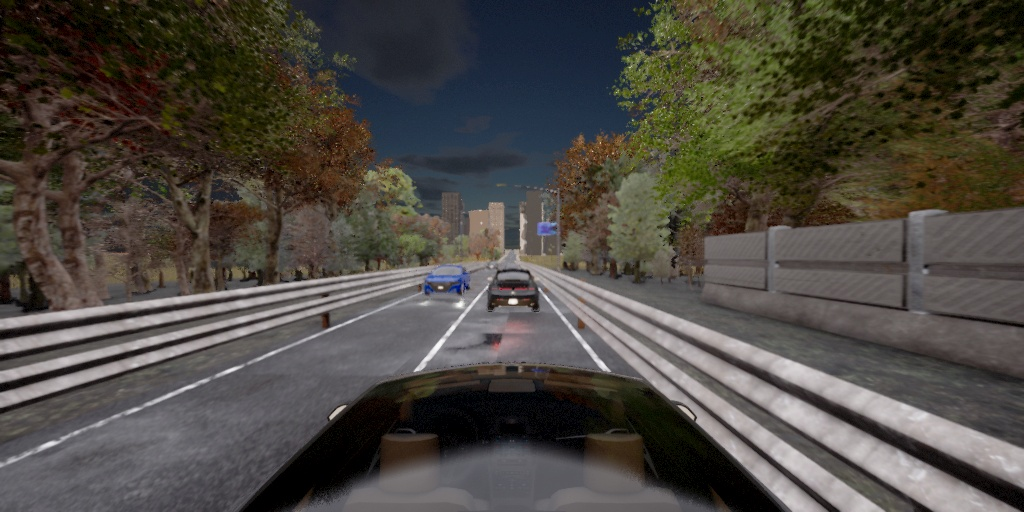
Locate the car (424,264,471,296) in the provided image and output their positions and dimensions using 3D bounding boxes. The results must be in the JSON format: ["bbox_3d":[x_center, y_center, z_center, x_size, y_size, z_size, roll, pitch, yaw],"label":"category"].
[{"bbox_3d":[-3.340,1.214,19.273,1.882,1.535,5.008,0,0,0],"label":"car"}]

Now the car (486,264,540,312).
[{"bbox_3d":[0.056,1.234,14.132,1.837,1.490,4.892,0,0,0],"label":"car"}]

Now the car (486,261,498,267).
[{"bbox_3d":[-3.274,1.610,60.566,2.128,1.511,4.902,0,-1,1],"label":"car"}]
